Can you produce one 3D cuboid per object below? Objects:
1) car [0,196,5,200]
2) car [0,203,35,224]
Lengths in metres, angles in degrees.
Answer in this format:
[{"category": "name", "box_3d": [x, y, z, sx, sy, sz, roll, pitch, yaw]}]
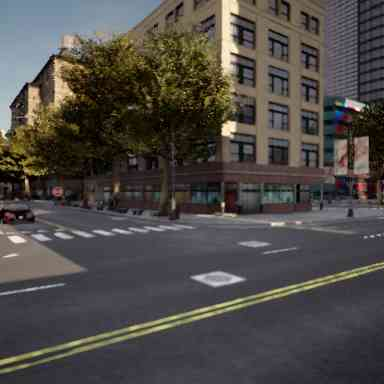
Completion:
[{"category": "car", "box_3d": [-24.992, 1.567, 41.454, 2.033, 1.411, 5.357, 0, 0, -36]}, {"category": "car", "box_3d": [-13.048, 1.562, 24.742, 1.994, 1.385, 4.181, 0, 0, -36]}]
